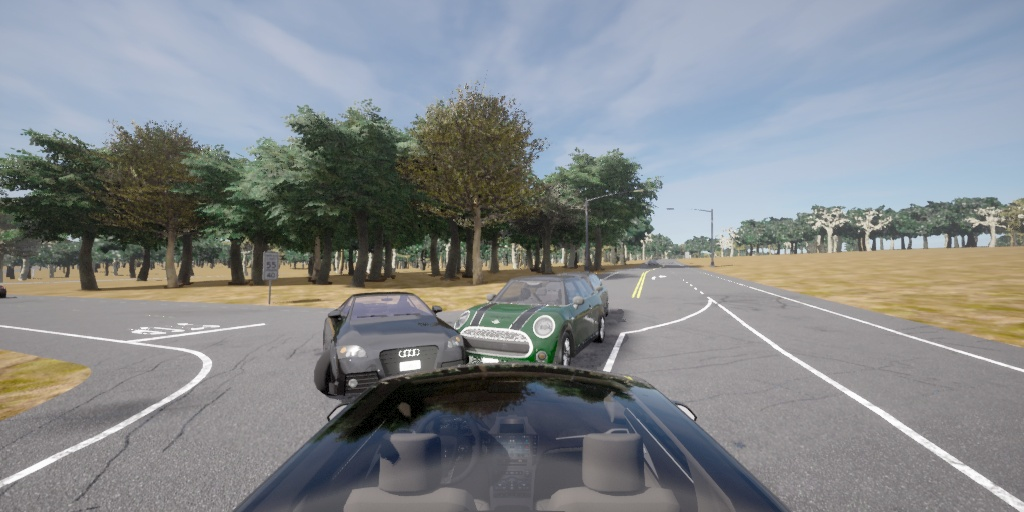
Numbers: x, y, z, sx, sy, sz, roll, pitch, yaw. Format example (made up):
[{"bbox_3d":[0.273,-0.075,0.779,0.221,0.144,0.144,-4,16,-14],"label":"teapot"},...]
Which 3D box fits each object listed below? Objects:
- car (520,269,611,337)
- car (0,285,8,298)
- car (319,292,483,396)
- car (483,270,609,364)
[{"bbox_3d":[2.026,1.354,12.170,2.097,1.767,4.553,-1,-1,21],"label":"car"},{"bbox_3d":[-40.855,2.561,27.428,4.181,1.385,1.994,-2,-3,22],"label":"car"},{"bbox_3d":[-2.355,1.376,6.652,1.994,1.385,4.181,1,-2,-29],"label":"car"},{"bbox_3d":[0.615,1.213,7.855,2.097,1.767,4.553,-1,-2,26],"label":"car"}]
